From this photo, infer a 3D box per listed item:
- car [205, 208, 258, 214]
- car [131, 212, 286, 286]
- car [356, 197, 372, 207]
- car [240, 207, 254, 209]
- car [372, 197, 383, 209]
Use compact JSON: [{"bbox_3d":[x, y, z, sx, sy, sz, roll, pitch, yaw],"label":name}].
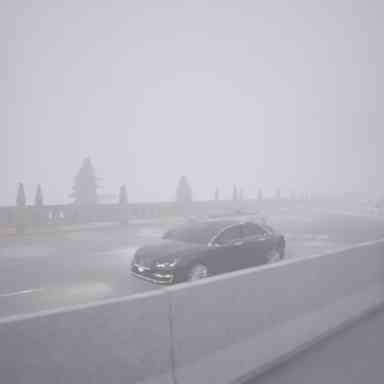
[{"bbox_3d":[0.840,1.595,13.981,4.181,1.385,1.994,0,0,-42],"label":"car"},{"bbox_3d":[0.675,1.525,9.222,4.892,1.490,1.837,0,0,-40],"label":"car"},{"bbox_3d":[27.707,1.554,53.290,1.812,1.442,4.674,0,0,36],"label":"car"},{"bbox_3d":[2.776,1.641,20.578,1.895,1.301,4.718,0,0,44],"label":"car"},{"bbox_3d":[26.179,1.520,45.217,1.837,1.490,4.892,0,0,36],"label":"car"}]
